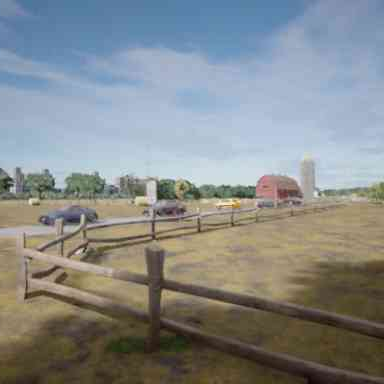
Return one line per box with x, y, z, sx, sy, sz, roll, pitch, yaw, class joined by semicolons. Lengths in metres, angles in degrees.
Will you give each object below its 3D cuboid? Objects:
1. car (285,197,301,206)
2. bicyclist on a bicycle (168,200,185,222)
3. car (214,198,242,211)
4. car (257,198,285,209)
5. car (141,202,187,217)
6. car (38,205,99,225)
16.578;1.615;55.231;1.837;1.490;4.892;-2;-2;35;car
-1.147;1.420;24.853;1.656;1.620;0.582;0;0;35;bicyclist on a bicycle
4.769;1.611;43.486;1.882;1.535;5.008;-2;-1;36;car
10.880;1.609;47.113;2.033;1.411;5.357;-2;-1;36;car
-2.655;1.663;33.060;2.033;1.411;5.357;-2;-1;35;car
-8.921;1.665;24.224;1.994;1.385;4.181;-2;-1;36;car
